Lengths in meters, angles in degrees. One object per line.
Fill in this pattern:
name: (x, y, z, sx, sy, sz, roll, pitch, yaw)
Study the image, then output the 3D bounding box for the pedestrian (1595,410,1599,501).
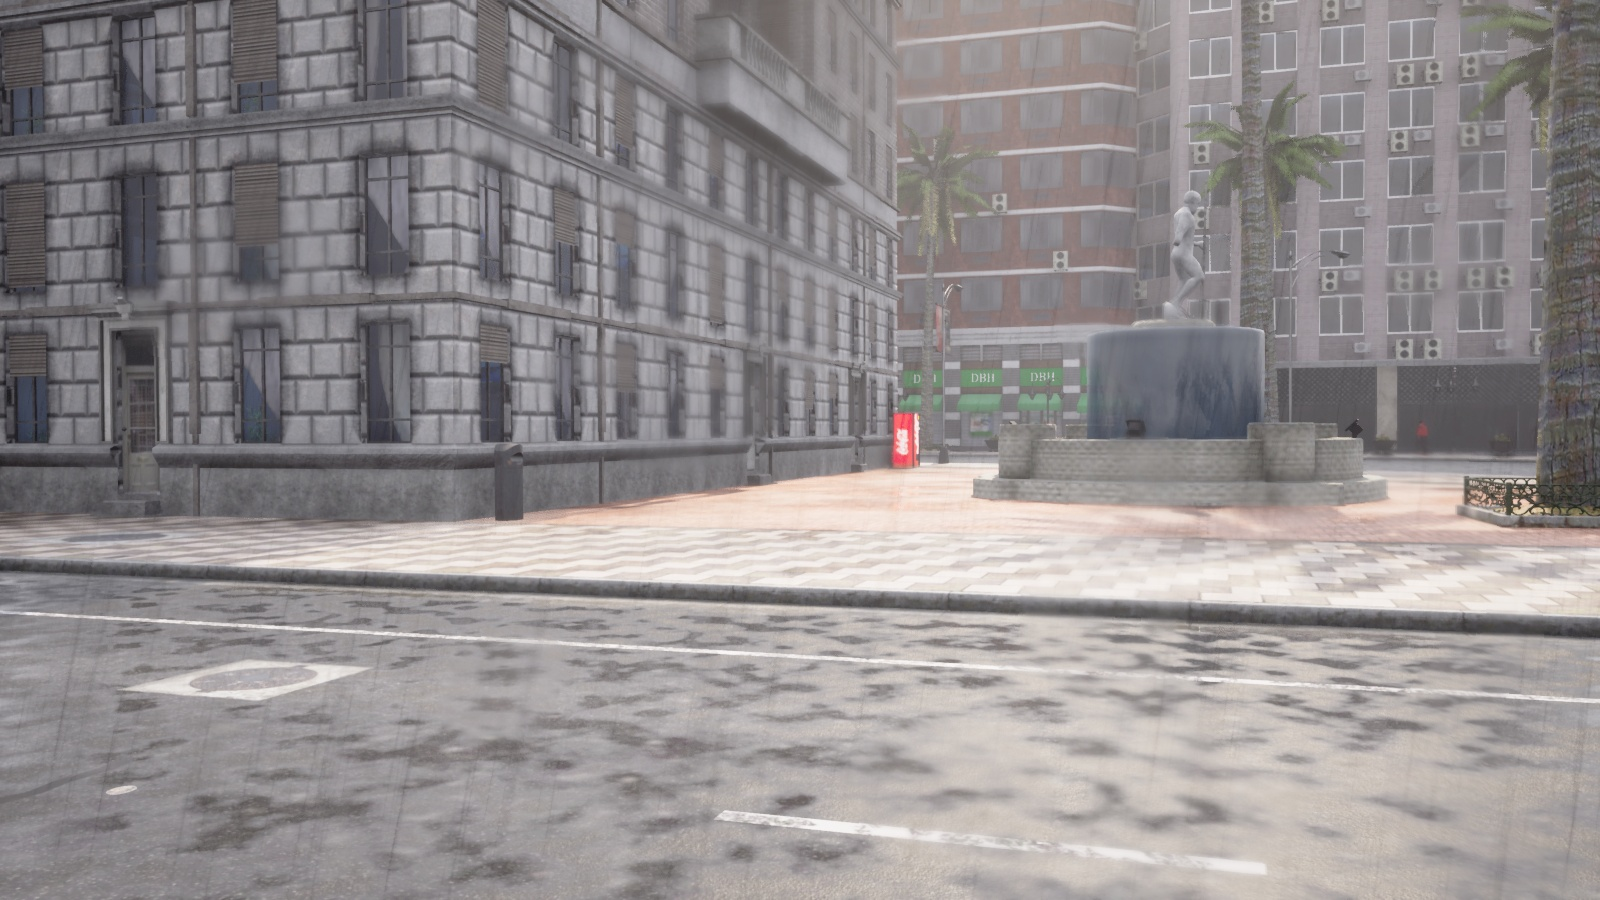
pedestrian: (17.268, 0.122, 26.620, 0.423, 1.949, 0.788, 0, 1, 10)

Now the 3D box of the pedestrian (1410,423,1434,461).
pedestrian: (31.132, -0.406, 62.836, 0.899, 1.844, 0.634, 1, 1, 43)
